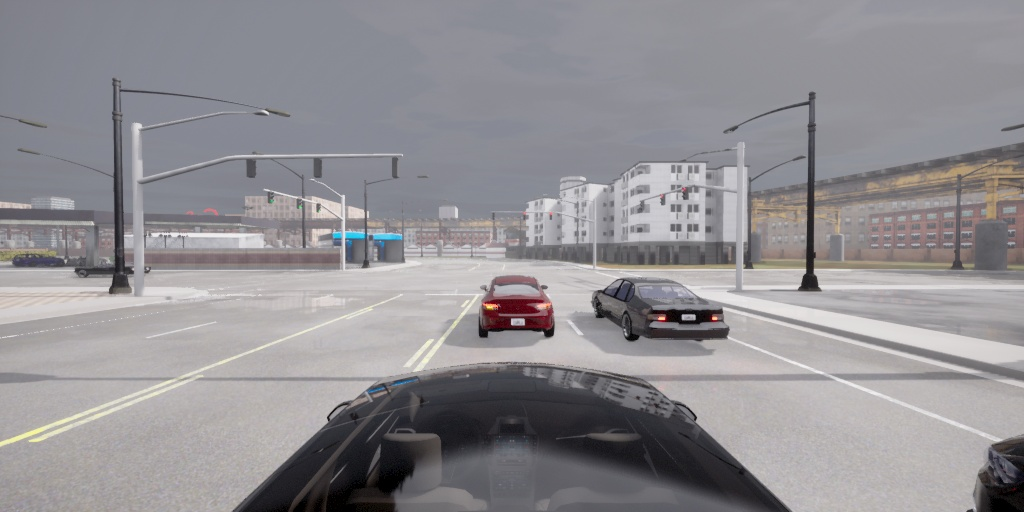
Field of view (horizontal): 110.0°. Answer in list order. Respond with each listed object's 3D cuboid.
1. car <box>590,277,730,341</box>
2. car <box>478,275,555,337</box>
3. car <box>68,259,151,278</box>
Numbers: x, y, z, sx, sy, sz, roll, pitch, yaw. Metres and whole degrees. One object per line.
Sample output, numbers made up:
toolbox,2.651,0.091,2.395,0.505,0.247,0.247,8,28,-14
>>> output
car,3.582,1.282,9.790,2.033,1.411,5.357,0,0,0
car,0.071,1.256,10.074,1.812,1.442,4.674,0,0,-1
car,-33.694,1.135,30.268,4.718,1.301,1.895,0,1,-1
